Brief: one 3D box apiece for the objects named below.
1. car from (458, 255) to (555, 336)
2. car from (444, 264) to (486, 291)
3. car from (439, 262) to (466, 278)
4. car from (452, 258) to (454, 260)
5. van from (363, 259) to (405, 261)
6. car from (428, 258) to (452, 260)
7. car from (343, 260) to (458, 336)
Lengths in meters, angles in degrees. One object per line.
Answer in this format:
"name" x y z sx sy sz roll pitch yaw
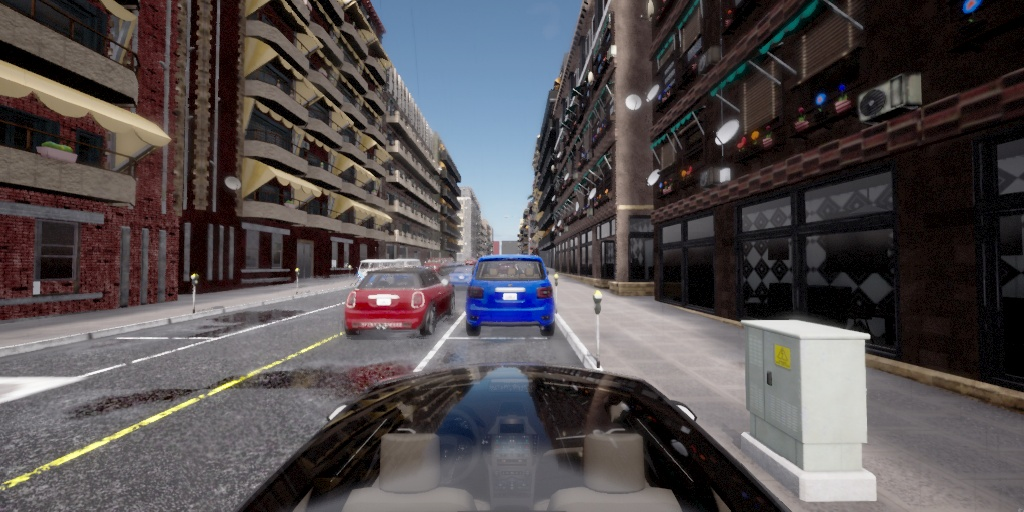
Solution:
"car" -0.039 0.983 10.533 2.150 2.045 5.566 0 0 0
"car" -2.959 1.316 23.622 2.033 1.411 5.357 0 0 0
"car" -5.858 1.356 35.561 1.994 1.385 4.181 0 0 0
"car" -8.336 1.128 44.724 2.192 1.841 5.009 0 0 0
"van" -8.335 1.108 22.603 1.690 1.789 3.998 0 0 0
"car" -8.336 1.115 39.194 2.192 1.841 5.009 0 0 0
"car" -3.020 1.107 10.562 2.097 1.767 4.553 0 0 0
